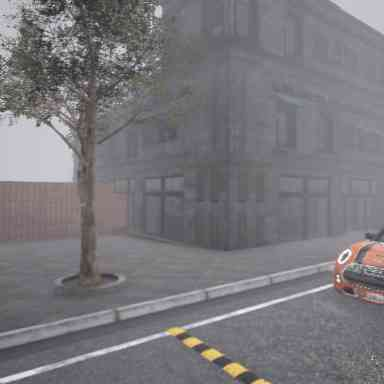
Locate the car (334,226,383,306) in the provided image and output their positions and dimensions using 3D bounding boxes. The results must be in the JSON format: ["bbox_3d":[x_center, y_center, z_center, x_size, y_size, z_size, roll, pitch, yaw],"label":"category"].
[{"bbox_3d":[5.187,1.347,7.427,4.553,1.767,2.097,0,0,-36],"label":"car"}]
